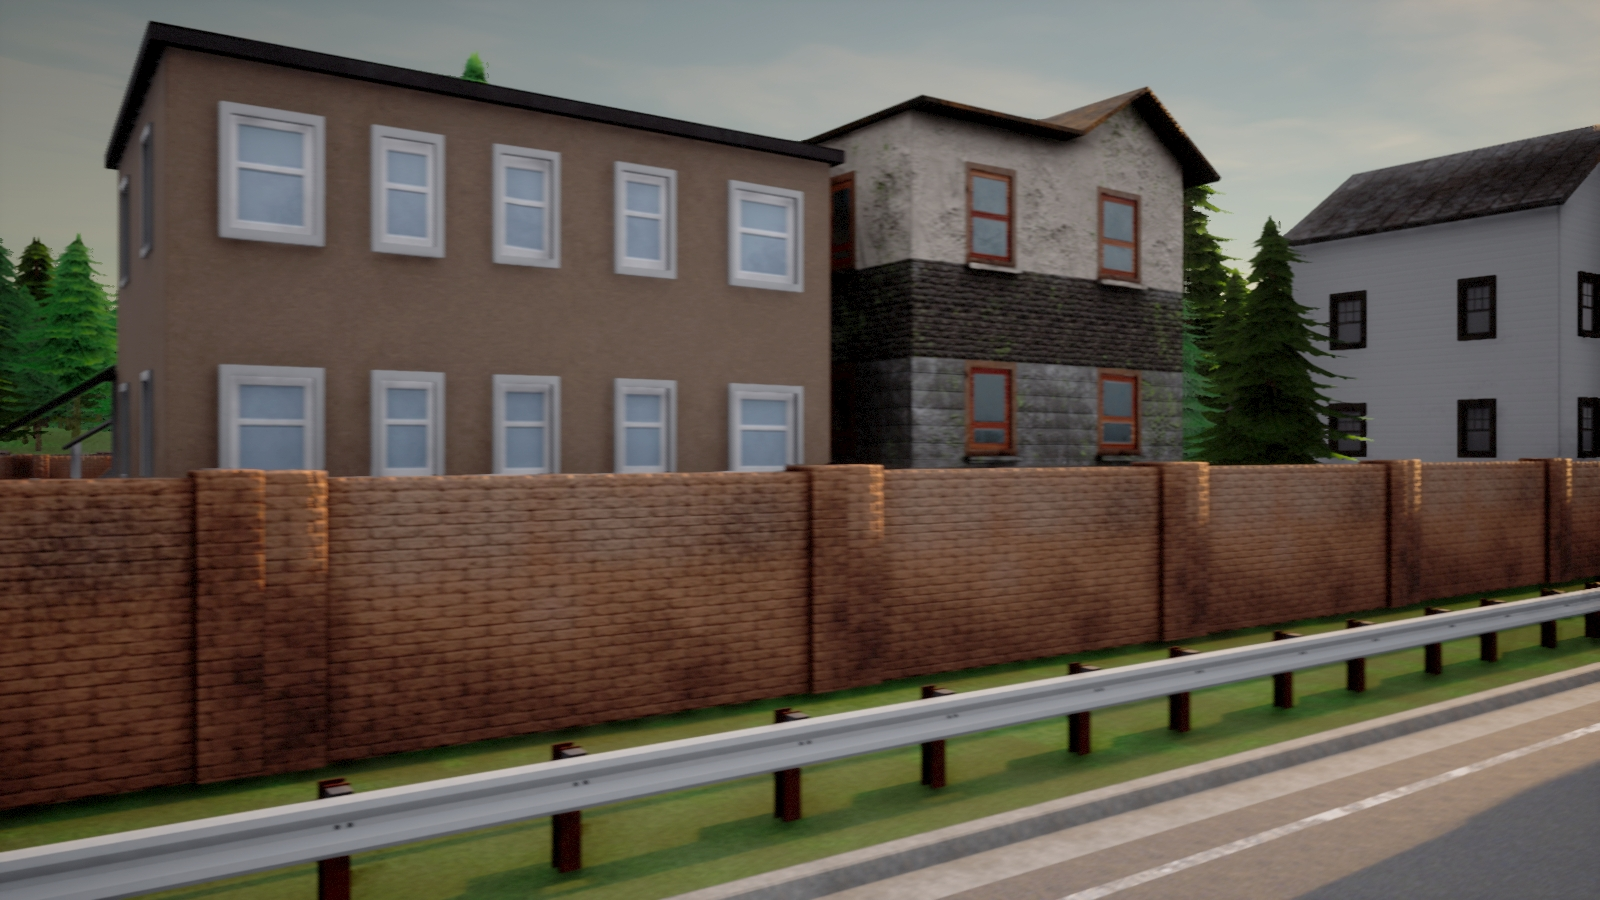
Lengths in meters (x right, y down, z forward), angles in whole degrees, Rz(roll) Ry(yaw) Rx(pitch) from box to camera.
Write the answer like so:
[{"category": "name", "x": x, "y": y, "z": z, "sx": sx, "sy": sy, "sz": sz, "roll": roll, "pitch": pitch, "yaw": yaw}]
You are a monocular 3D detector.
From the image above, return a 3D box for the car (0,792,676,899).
[{"category": "car", "x": -2.344, "y": 2.040, "z": 2.155, "sx": 4.514, "sy": 1.525, "sz": 2.007, "roll": 0, "pitch": 0, "yaw": -35}]
